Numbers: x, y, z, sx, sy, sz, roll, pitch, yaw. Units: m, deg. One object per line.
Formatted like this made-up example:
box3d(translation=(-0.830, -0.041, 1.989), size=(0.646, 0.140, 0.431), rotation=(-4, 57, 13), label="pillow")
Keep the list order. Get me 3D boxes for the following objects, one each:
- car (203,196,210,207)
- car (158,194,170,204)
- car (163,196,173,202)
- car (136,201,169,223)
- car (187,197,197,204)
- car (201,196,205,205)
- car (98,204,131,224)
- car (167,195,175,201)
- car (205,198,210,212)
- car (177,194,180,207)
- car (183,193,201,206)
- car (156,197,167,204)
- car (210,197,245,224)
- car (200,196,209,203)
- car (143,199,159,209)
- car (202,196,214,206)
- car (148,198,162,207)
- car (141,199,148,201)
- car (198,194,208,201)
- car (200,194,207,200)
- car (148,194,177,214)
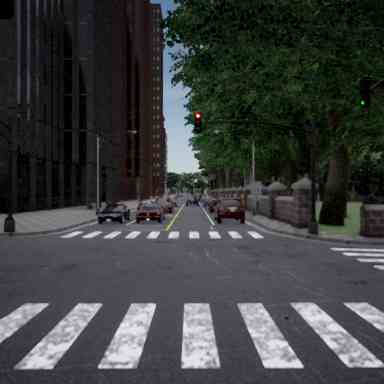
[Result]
box3d(translation=(2.774, 1.579, 41.469), size=(2.008, 1.369, 4.403), rotation=(0, 0, 0), label="car")
box3d(translation=(-5.744, 1.375, 68.750), size=(2.192, 1.841, 5.009), rotation=(0, 0, 0), label="car")
box3d(translation=(-5.741, 1.621, 79.664), size=(1.887, 1.381, 4.507), rotation=(0, 0, 0), label="car")
box3d(translation=(-3.093, 1.612, 25.539), size=(1.895, 1.301, 4.718), rotation=(0, 0, 0), label="car")
box3d(translation=(0.018, 1.620, 65.636), size=(1.994, 1.385, 4.181), rotation=(0, 0, 0), label="car")
box3d(translation=(2.775, 1.586, 46.926), size=(2.008, 1.369, 4.403), rotation=(0, 0, 0), label="car")
box3d(translation=(-5.756, 1.577, 25.093), size=(1.947, 1.339, 4.313), rotation=(0, 0, 0), label="car")
box3d(translation=(-5.738, 1.534, 90.578), size=(1.967, 1.590, 4.097), rotation=(0, 0, 0), label="car")
box3d(translation=(2.772, 1.588, 36.013), size=(1.947, 1.339, 4.313), rotation=(0, 0, 0), label="car")
box3d(translation=(-3.072, 1.538, 48.254), size=(1.837, 1.490, 4.892), rotation=(0, 1, 0), label="car")
box3d(translation=(0.070, 1.397, 55.373), size=(2.097, 1.767, 4.553), rotation=(0, 0, 0), label="car")
box3d(translation=(-5.745, 1.635, 63.293), size=(1.802, 1.307, 4.206), rotation=(0, 0, 0), label="car")
box3d(translation=(2.769, 1.326, 25.101), size=(2.192, 1.841, 5.009), rotation=(0, 0, 0), label="car")
box3d(translation=(2.783, 1.593, 74.379), size=(1.752, 1.417, 4.829), rotation=(0, 0, 0), label="car")
box3d(translation=(-5.750, 1.617, 46.921), size=(1.802, 1.307, 4.206), rotation=(0, 0, 0), label="car")
box3d(translation=(2.778, 1.487, 57.839), size=(1.967, 1.590, 4.097), rotation=(0, 0, 0), label="car")
box3d(translation=(-5.748, 1.623, 52.378), size=(1.802, 1.307, 4.206), rotation=(0, 0, 0), label="car")
box3d(translation=(-5.751, 1.579, 41.464), size=(2.008, 1.369, 4.403), rotation=(0, 0, 0), label="car")
box3d(translation=(2.786, 1.400, 85.122), size=(2.192, 1.841, 5.009), rotation=(0, 0, 0), label="car")
box3d(translation=(2.777, 1.481, 52.383), size=(1.967, 1.590, 4.097), rotation=(0, 0, 0), label="car")
box3d(translation=(-3.089, 1.374, 35.532), size=(2.097, 1.767, 4.553), rotation=(0, 0, 1), label="car")
